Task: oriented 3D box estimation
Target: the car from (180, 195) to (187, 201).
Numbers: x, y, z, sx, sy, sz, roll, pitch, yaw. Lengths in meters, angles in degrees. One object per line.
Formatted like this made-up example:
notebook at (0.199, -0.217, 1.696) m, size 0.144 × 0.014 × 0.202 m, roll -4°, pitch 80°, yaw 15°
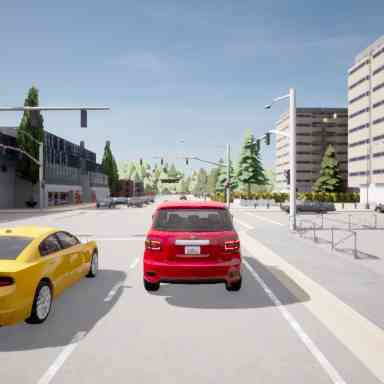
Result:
car at (-2.338, 1.524, 87.216) m, size 1.812 × 1.442 × 4.674 m, roll 0°, pitch 0°, yaw -2°

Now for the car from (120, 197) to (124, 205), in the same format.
car at (-12.085, 1.548, 57.015) m, size 2.033 × 1.411 × 5.357 m, roll 0°, pitch 0°, yaw -1°

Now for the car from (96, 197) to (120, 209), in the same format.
car at (-11.794, 1.491, 45.882) m, size 2.128 × 1.511 × 4.902 m, roll 0°, pitch 0°, yaw -2°

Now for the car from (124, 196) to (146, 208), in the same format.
car at (-8.391, 1.505, 49.302) m, size 1.837 × 1.490 × 4.892 m, roll 0°, pitch 0°, yaw -2°

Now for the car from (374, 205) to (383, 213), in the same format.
car at (22.166, 1.547, 34.908) m, size 5.357 × 1.411 × 2.033 m, roll 0°, pitch 0°, yaw -2°

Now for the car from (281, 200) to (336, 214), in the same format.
car at (12.083, 1.547, 34.603) m, size 5.357 × 1.411 × 2.033 m, roll 0°, pitch 0°, yaw -2°

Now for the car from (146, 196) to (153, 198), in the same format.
car at (-8.649, 1.491, 59.513) m, size 2.128 × 1.511 × 4.902 m, roll 0°, pitch 0°, yaw -1°

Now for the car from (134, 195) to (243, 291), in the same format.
car at (0.016, 1.221, 9.135) m, size 2.150 × 2.045 × 5.566 m, roll 0°, pitch 0°, yaw 0°

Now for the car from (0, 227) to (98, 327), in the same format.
car at (-3.478, 1.478, 7.147) m, size 1.882 × 1.535 × 5.008 m, roll 0°, pitch 0°, yaw 0°

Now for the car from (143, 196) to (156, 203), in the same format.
car at (-8.864, 1.540, 69.877) m, size 2.033 × 1.411 × 5.357 m, roll 0°, pitch 0°, yaw -2°
